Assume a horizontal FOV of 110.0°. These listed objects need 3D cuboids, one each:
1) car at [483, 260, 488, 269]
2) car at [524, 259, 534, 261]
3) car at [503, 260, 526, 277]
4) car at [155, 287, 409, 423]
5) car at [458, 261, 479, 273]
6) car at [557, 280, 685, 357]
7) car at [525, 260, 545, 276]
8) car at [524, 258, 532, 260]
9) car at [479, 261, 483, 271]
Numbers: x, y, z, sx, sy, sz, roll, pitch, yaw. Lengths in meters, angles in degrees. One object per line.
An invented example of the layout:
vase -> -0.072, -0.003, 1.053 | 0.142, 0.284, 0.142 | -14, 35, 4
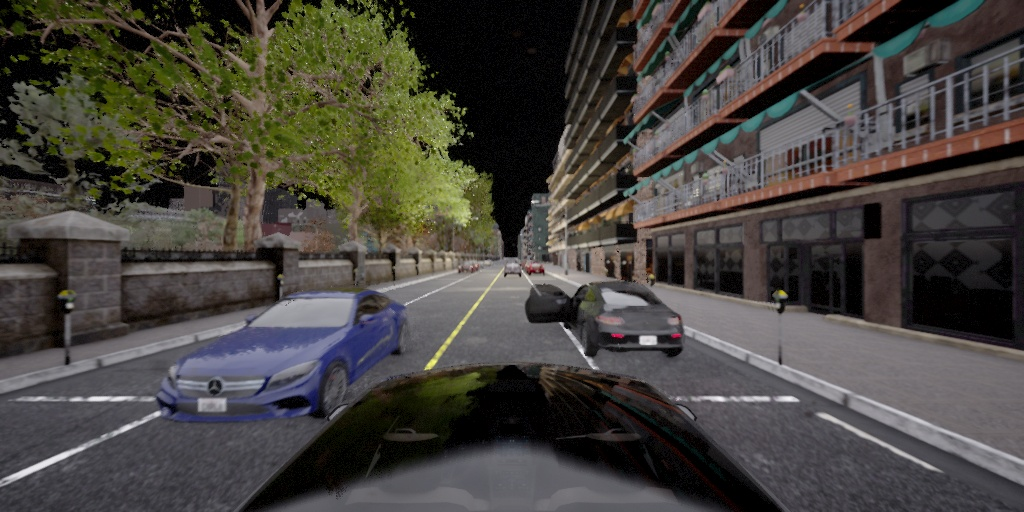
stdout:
car -> -5.695, 1.552, 62.404 | 2.007, 1.370, 4.403 | 0, 0, 0
car -> 2.687, 1.469, 45.516 | 1.888, 1.381, 4.507 | 0, 0, 0
car -> 0.077, 1.438, 37.945 | 2.033, 1.411, 5.357 | 0, 0, 0
car -> -3.099, 1.291, 6.035 | 1.812, 1.442, 4.674 | 0, 0, 0
car -> -5.694, 1.364, 45.514 | 1.967, 1.591, 4.097 | 0, 0, 0
car -> 2.352, 1.300, 8.498 | 1.812, 1.442, 4.674 | 0, 0, 0
car -> 2.688, 1.444, 39.885 | 1.888, 1.381, 4.507 | 0, 0, 0
car -> 2.686, 1.390, 51.145 | 1.967, 1.591, 4.097 | 0, 0, 0
car -> -5.694, 1.390, 51.142 | 1.967, 1.591, 4.097 | 0, 0, 0
